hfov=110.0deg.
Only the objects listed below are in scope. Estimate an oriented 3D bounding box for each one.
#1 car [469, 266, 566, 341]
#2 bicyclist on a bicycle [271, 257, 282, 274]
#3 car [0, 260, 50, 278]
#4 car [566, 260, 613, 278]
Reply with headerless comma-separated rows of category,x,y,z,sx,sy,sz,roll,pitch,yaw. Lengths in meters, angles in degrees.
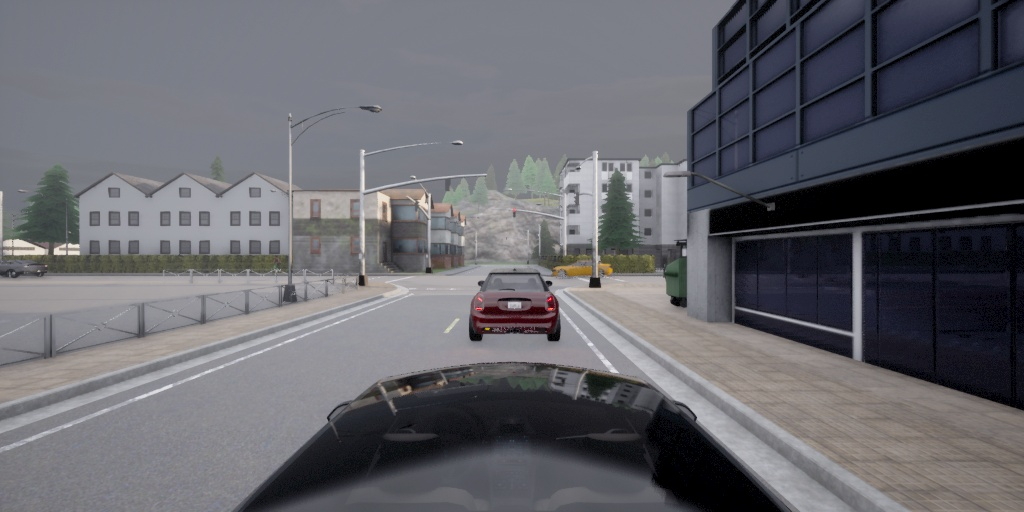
car,0.085,1.102,10.014,2.097,1.767,4.553,0,0,1
bicyclist on a bicycle,-22.211,0.874,33.856,0.582,1.620,1.656,0,0,0
car,-42.102,1.065,30.105,4.902,1.511,2.128,0,0,0
car,5.959,1.097,30.554,5.008,1.535,1.882,-2,0,12
